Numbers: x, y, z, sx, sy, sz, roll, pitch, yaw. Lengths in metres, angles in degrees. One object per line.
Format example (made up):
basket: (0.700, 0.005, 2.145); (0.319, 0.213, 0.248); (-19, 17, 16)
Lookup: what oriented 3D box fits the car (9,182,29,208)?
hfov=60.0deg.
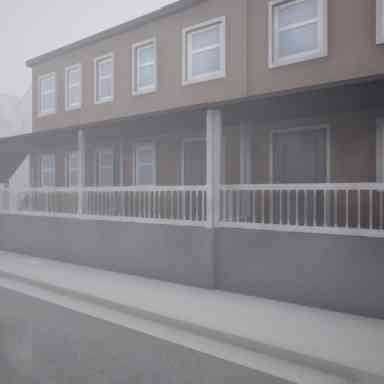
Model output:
car: (-13.494, -0.216, 29.745); (2.150, 2.045, 5.566); (0, 22, 34)
